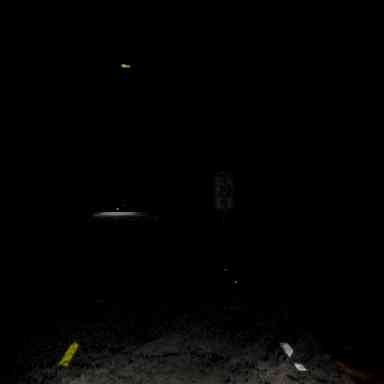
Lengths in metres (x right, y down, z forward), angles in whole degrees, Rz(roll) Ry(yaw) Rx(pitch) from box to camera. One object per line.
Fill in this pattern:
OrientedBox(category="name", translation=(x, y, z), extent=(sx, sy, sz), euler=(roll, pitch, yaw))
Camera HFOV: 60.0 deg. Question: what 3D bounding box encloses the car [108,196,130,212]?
OrientedBox(category="car", translation=(-7.113, 1.113, 32.718), extent=(2.033, 1.411, 5.357), euler=(0, 1, -8))
